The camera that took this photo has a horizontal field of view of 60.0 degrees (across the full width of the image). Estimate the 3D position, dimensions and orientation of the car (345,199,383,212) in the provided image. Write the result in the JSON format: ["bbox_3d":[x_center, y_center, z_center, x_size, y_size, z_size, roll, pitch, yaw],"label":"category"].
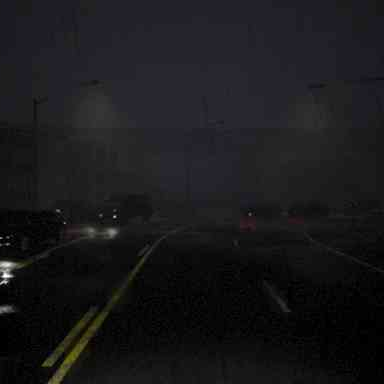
[{"bbox_3d":[19.243,1.448,37.065,4.181,1.385,1.994,0,0,-16],"label":"car"}]

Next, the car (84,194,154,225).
[{"bbox_3d":[-4.821,1.140,23.941,2.150,2.045,5.566,0,0,23],"label":"car"}]

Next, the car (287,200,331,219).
[{"bbox_3d":[9.856,1.389,27.818,1.882,1.535,5.008,0,0,45],"label":"car"}]

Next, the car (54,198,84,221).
[{"bbox_3d":[-8.692,1.272,23.140,2.097,1.767,4.553,0,0,18],"label":"car"}]

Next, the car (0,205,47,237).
[{"bbox_3d":[-10.029,1.500,18.050,1.994,1.385,4.181,0,0,9],"label":"car"}]

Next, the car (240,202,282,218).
[{"bbox_3d":[6.044,1.508,28.635,1.895,1.301,4.718,0,0,37],"label":"car"}]

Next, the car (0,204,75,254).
[{"bbox_3d":[-6.786,1.457,13.490,1.837,1.490,4.892,0,0,5],"label":"car"}]
